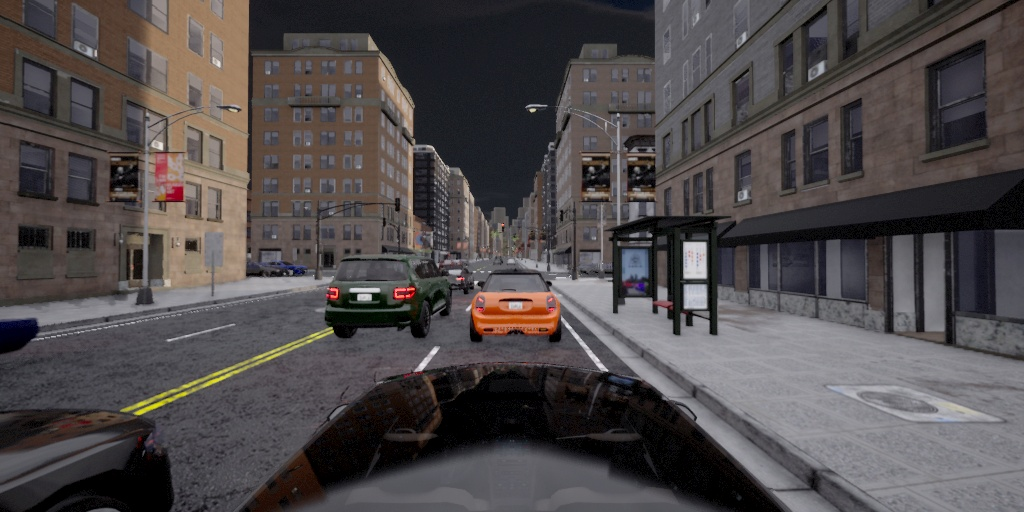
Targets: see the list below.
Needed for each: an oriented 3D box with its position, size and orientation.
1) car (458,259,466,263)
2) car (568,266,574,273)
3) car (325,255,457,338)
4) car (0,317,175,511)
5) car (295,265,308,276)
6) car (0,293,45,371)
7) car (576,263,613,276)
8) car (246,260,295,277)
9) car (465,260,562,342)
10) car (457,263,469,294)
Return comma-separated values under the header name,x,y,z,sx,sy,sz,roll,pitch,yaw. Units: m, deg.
name,x,y,z,sx,sy,sz,roll,pitch,yaw
car,-9.968,1.368,64.365,1.812,1.442,4.674,0,0,0
car,8.678,1.479,42.123,4.181,1.385,1.994,0,-1,0
car,-3.173,0.984,10.375,2.150,2.045,5.566,0,0,0
car,-3.144,1.240,0.337,2.128,1.511,4.902,0,0,0
car,-22.794,1.189,35.229,5.008,1.535,1.882,0,-1,0
car,-9.855,1.355,4.483,1.895,1.301,4.718,0,0,0
car,10.039,1.419,38.867,5.357,1.411,2.033,0,-1,0
car,-22.924,1.212,31.979,5.357,1.411,2.033,0,-1,0
car,0.078,1.114,9.990,2.097,1.767,4.553,0,0,0
car,-3.203,1.304,20.082,1.812,1.442,4.674,0,0,0
